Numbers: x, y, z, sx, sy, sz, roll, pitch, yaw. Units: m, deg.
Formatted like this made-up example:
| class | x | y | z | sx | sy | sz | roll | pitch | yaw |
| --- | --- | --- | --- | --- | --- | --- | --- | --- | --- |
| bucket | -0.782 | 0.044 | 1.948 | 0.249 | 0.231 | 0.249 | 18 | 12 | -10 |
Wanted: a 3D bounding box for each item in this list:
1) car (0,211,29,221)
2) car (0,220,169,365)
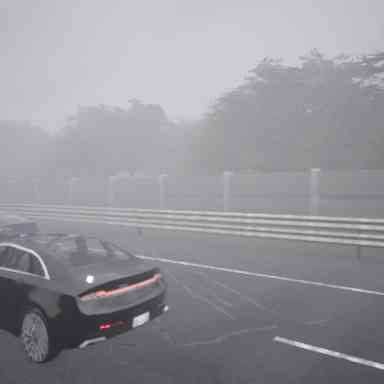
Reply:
| class | x | y | z | sx | sy | sz | roll | pitch | yaw |
| --- | --- | --- | --- | --- | --- | --- | --- | --- | --- |
| car | -8.307 | 1.526 | 14.078 | 4.674 | 1.442 | 1.812 | 0 | 0 | 35 |
| car | -2.659 | 1.491 | 5.853 | 4.902 | 1.511 | 2.128 | 0 | 0 | 35 |
